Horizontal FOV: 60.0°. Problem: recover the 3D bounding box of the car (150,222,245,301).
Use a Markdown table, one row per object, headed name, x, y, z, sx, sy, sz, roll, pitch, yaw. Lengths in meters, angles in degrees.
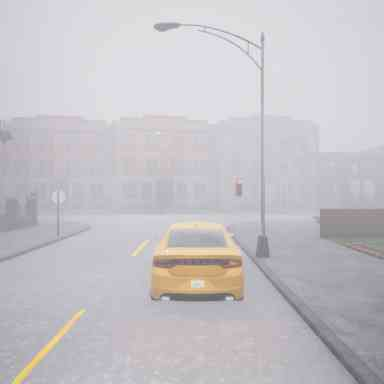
| name | x | y | z | sx | sy | sz | roll | pitch | yaw |
| --- | --- | --- | --- | --- | --- | --- | --- | --- | --- |
| car | 0.107 | 1.478 | 8.375 | 1.882 | 1.535 | 5.008 | 0 | 0 | 0 |
